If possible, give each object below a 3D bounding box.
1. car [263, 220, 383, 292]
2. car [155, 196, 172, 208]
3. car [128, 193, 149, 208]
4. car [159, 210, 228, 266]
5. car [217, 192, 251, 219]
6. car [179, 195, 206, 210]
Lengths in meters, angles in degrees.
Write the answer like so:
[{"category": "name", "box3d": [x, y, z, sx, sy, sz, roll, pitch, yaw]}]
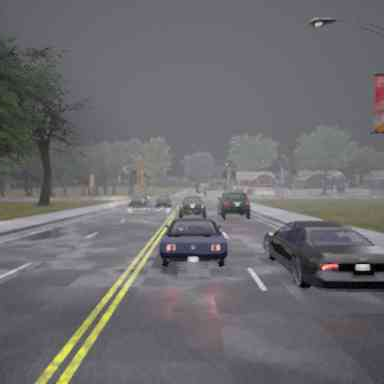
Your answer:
[{"category": "car", "box3d": [3.287, 1.468, 8.887, 2.033, 1.411, 5.357, 0, 1, 0]}, {"category": "car", "box3d": [-3.388, 1.192, 40.626, 2.033, 1.411, 5.357, 0, 0, 0]}, {"category": "car", "box3d": [-6.629, 0.987, 41.667, 2.097, 1.767, 4.553, 0, 1, 0]}, {"category": "car", "box3d": [0.054, 1.502, 11.158, 1.895, 1.301, 4.718, 0, 1, 0]}, {"category": "car", "box3d": [3.296, 0.989, 26.639, 2.150, 2.045, 5.566, 0, 1, 0]}, {"category": "car", "box3d": [0.046, 1.112, 27.231, 2.097, 1.767, 4.553, 0, 0, 0]}]
